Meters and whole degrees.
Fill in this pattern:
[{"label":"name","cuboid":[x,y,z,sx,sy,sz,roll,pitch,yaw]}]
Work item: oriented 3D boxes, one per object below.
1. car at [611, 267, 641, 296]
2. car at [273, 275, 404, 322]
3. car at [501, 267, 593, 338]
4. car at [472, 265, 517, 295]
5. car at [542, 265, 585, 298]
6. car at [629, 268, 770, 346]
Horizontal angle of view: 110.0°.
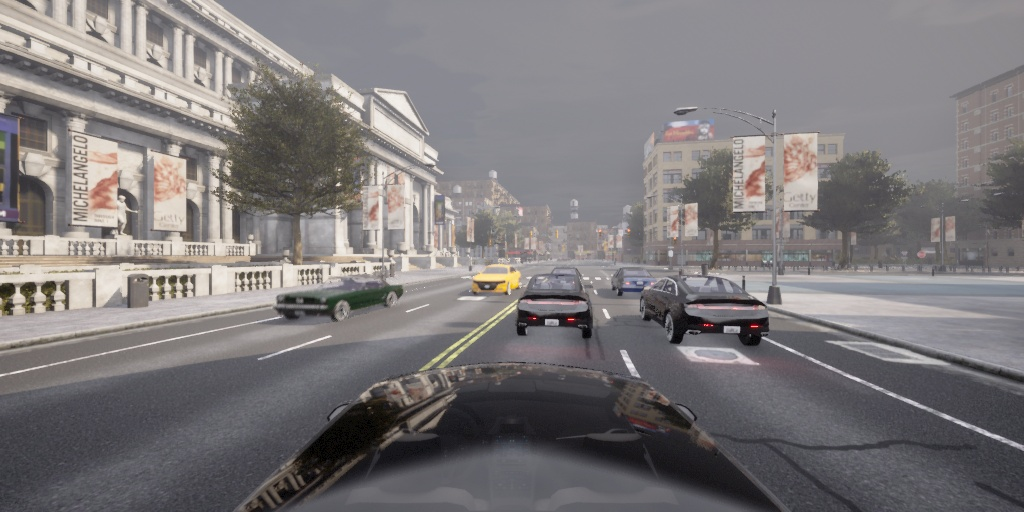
[{"label":"car","cuboid":[6.386,1.297,19.080,2.033,1.411,5.357,0,0,11]},{"label":"car","cuboid":[-5.716,1.351,12.514,1.895,1.301,4.718,0,0,11]},{"label":"car","cuboid":[1.265,1.242,10.248,2.128,1.511,4.902,0,0,9]},{"label":"car","cuboid":[-0.738,1.228,19.782,1.882,1.535,5.008,0,0,11]},{"label":"car","cuboid":[2.937,1.297,19.724,2.033,1.411,5.357,0,0,11]},{"label":"car","cuboid":[4.701,1.242,9.474,2.128,1.511,4.902,0,0,9]}]
